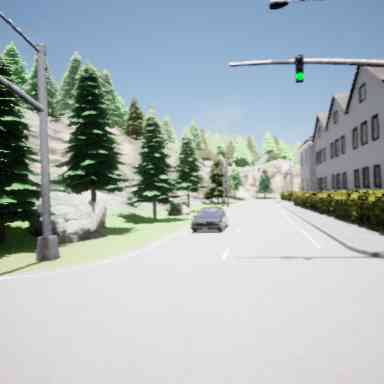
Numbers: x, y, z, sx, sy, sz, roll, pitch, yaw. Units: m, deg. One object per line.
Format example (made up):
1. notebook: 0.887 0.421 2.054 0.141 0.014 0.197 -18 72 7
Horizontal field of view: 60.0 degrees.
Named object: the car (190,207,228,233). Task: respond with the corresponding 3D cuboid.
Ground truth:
1. car: 1.238 1.672 21.221 2.033 1.411 5.357 -2 0 12
